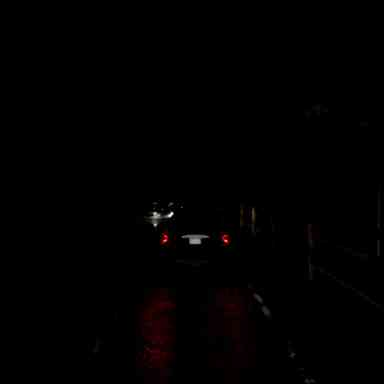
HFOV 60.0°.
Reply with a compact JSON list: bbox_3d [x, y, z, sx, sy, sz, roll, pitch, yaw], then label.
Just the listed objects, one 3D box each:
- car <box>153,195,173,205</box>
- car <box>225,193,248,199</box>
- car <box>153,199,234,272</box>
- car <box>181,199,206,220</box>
[{"bbox_3d":[-2.847,1.152,34.749,2.097,1.767,4.553,0,0,0],"label":"car"},{"bbox_3d":[9.480,0.952,70.366,5.008,1.535,1.882,0,1,0],"label":"car"},{"bbox_3d":[0.089,1.278,10.719,2.097,1.767,4.553,0,0,0],"label":"car"},{"bbox_3d":[0.090,1.339,27.206,1.837,1.490,4.892,0,0,0],"label":"car"}]
